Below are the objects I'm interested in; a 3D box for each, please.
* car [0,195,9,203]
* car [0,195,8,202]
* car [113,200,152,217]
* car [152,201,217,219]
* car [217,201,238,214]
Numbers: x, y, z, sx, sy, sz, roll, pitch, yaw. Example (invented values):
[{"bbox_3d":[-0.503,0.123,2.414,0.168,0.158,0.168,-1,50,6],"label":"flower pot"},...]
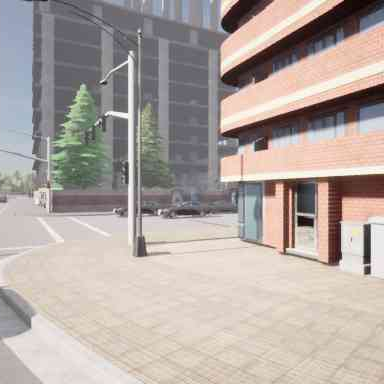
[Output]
[{"bbox_3d":[-37.951,1.595,66.027,1.895,1.301,4.718,0,0,-27],"label":"car"},{"bbox_3d":[-42.472,1.500,74.885,1.837,1.490,4.892,0,0,-27],"label":"car"},{"bbox_3d":[-4.949,1.547,31.568,4.902,1.511,2.128,0,0,-27],"label":"car"},{"bbox_3d":[-0.644,1.547,29.811,4.902,1.511,2.128,0,0,-27],"label":"car"},{"bbox_3d":[3.016,1.619,35.566,4.181,1.385,1.994,0,0,-27],"label":"car"}]
